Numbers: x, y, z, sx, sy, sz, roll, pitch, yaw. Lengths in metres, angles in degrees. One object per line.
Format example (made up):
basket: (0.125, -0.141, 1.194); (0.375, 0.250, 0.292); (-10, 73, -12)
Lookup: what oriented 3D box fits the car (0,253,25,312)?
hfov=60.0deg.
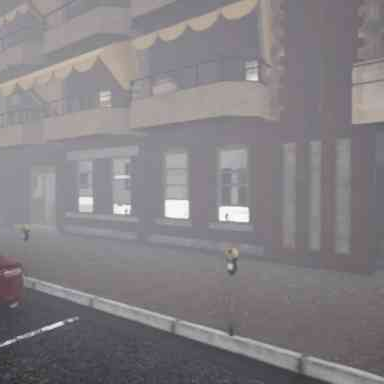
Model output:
car: (-5.036, 1.504, 6.397); (4.507, 1.381, 1.887); (0, 1, 35)
